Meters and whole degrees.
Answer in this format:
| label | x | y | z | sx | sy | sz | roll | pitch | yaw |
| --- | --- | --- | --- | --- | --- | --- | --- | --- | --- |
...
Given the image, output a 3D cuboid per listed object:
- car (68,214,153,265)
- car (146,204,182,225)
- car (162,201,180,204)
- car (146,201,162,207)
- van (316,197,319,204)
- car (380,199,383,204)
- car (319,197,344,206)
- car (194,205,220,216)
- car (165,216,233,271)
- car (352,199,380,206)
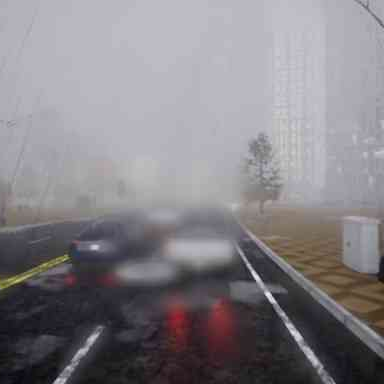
| label | x | y | z | sx | sy | sz | roll | pitch | yaw |
| --- | --- | --- | --- | --- | --- | --- | --- | --- | --- |
| car | -2.905 | 1.705 | 12.333 | 1.994 | 1.385 | 4.181 | 0 | -1 | 3 |
| car | -2.094 | 1.903 | 26.390 | 1.895 | 1.301 | 4.718 | 0 | -1 | 5 |
| car | -2.723 | 2.144 | 50.993 | 1.994 | 1.385 | 4.181 | 0 | -1 | 8 |
| car | -5.791 | 2.141 | 52.557 | 2.033 | 1.411 | 5.357 | 0 | -1 | 9 |
| van | 30.214 | 2.002 | 74.806 | 3.998 | 1.788 | 1.690 | -1 | 0 | 13 |
| car | 41.254 | 2.099 | 72.049 | 4.507 | 1.381 | 1.887 | -1 | 0 | 13 |
| car | 28.188 | 2.038 | 66.424 | 4.097 | 1.590 | 1.967 | -1 | 0 | 13 |
| car | 1.205 | 1.802 | 26.769 | 2.128 | 1.511 | 4.902 | 0 | -1 | 5 |
| car | 0.297 | 1.734 | 11.400 | 1.895 | 1.301 | 4.718 | 0 | -1 | 3 |
| car | 33.734 | 2.111 | 65.155 | 4.313 | 1.339 | 1.947 | -1 | 0 | 13 |
